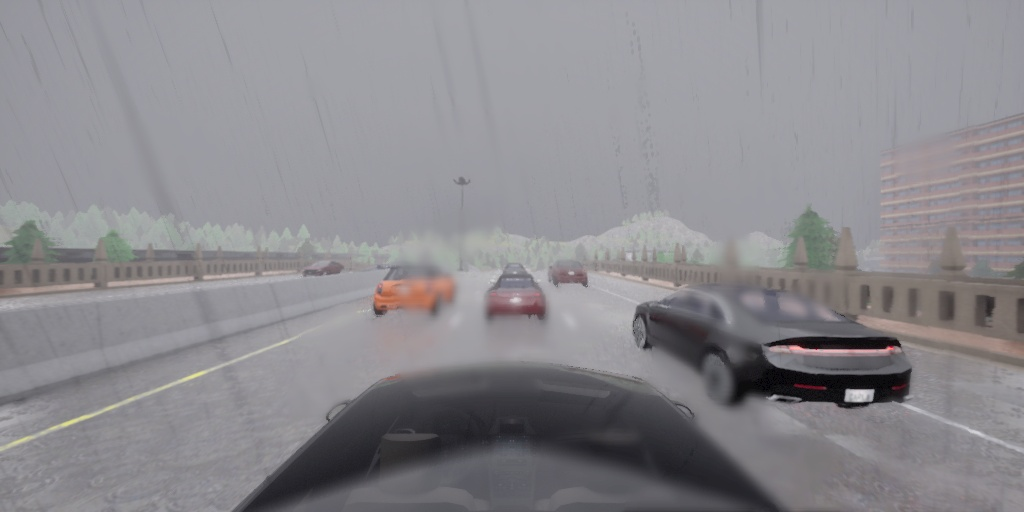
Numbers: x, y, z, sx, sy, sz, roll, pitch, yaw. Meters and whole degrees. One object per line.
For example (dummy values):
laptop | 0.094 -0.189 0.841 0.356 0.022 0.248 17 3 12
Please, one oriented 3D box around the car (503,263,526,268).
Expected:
car | 0.214 1.274 29.982 1.994 1.385 4.181 0 0 0

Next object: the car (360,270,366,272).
car | -10.469 1.290 28.977 1.895 1.301 4.718 0 0 1

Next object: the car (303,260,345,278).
car | -17.447 1.146 33.481 1.882 1.535 5.008 0 0 1

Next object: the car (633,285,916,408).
car | 3.631 1.242 6.174 2.128 1.511 4.902 0 0 0

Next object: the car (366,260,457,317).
car | -3.350 1.079 13.282 2.097 1.767 4.553 0 0 0

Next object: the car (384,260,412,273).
car | -13.868 1.237 44.002 1.837 1.490 4.892 0 -2 1

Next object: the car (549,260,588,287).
car | 3.690 1.077 24.229 2.097 1.767 4.553 0 0 0

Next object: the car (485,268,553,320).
car | 0.146 1.299 12.577 1.994 1.385 4.181 0 0 0
